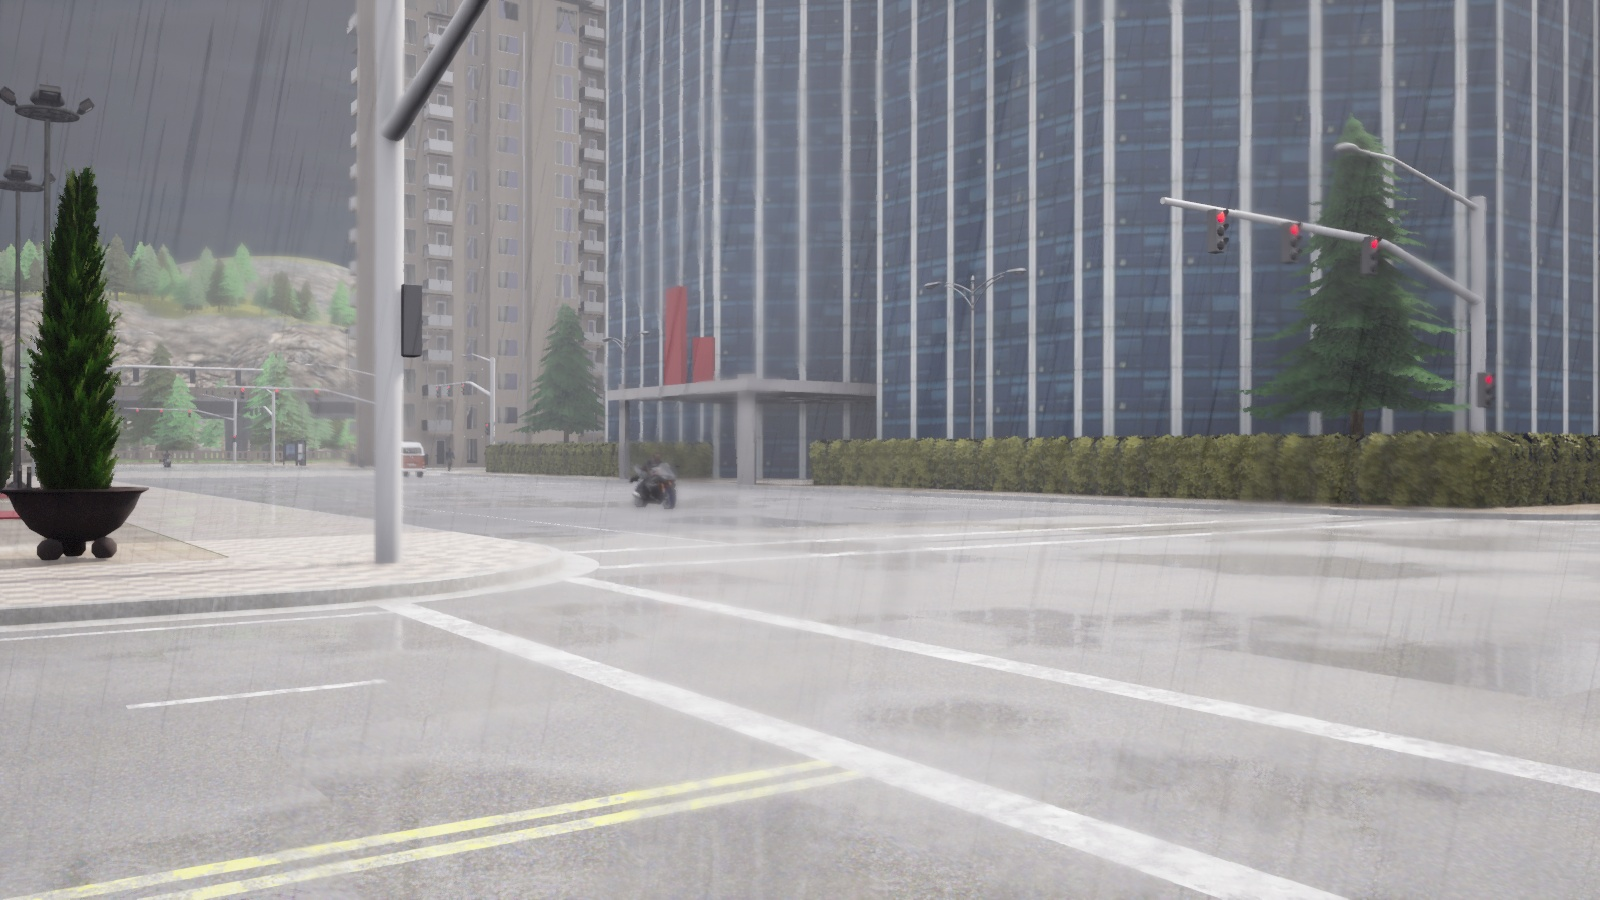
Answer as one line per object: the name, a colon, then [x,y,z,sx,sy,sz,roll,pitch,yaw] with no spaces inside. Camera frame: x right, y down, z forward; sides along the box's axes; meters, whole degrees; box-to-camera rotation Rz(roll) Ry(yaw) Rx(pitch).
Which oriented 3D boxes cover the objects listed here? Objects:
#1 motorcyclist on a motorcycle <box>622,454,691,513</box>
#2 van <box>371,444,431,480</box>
motorcyclist on a motorcycle: [-3.845,0.870,33.479,0.866,1.530,2.191,0,0,-35]
van: [-23.235,0.696,73.072,2.069,2.038,4.480,0,0,-35]
